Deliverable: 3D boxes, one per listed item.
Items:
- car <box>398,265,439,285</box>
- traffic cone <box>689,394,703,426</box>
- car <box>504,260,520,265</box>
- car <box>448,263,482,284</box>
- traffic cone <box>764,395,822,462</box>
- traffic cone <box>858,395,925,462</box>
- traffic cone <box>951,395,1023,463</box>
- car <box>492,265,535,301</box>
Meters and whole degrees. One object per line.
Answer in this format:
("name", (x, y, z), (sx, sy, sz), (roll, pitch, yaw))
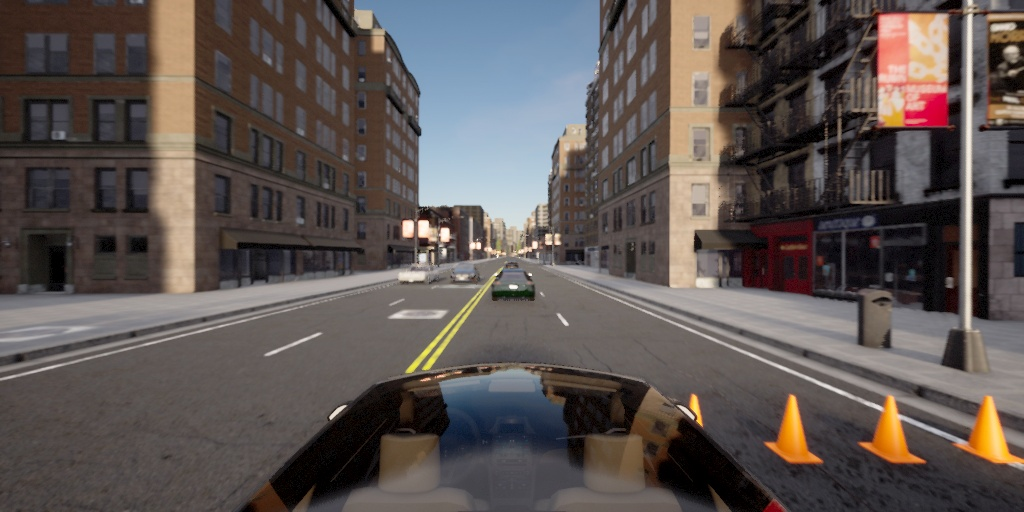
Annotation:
("car", (-6.657, 1.326, 25.888), (1.895, 1.301, 4.718), (0, 0, 0))
("traffic cone", (1.853, 1.711, 3.653), (0.340, 0.580, 0.340), (0, 0, 0))
("car", (-0.006, 1.250, 49.544), (1.837, 1.490, 4.892), (0, 0, 0))
("car", (-3.405, 1.260, 26.675), (1.812, 1.442, 4.674), (0, 0, 0))
("traffic cone", (2.853, 1.714, 3.655), (0.340, 0.580, 0.340), (0, 0, 0))
("traffic cone", (3.853, 1.717, 3.657), (0.340, 0.580, 0.340), (0, 0, 0))
("traffic cone", (4.853, 1.720, 3.659), (0.340, 0.580, 0.340), (0, 0, 0))
("car", (0.059, 1.311, 17.475), (1.994, 1.385, 4.181), (0, 0, 0))
